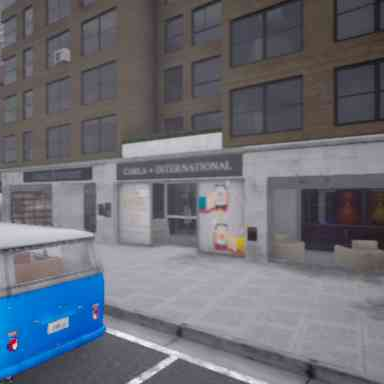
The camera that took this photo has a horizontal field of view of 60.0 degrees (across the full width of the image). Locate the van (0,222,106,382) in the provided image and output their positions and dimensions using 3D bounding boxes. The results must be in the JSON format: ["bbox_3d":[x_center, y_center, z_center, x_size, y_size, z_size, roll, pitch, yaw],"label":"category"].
[{"bbox_3d":[-3.108,1.370,5.060,3.998,1.788,1.690,0,0,35],"label":"van"}]
